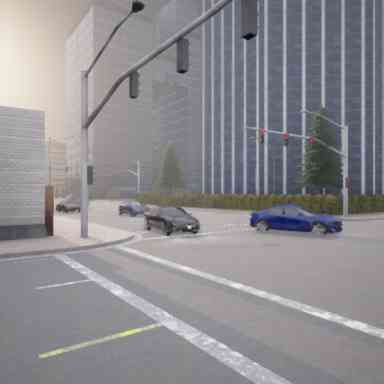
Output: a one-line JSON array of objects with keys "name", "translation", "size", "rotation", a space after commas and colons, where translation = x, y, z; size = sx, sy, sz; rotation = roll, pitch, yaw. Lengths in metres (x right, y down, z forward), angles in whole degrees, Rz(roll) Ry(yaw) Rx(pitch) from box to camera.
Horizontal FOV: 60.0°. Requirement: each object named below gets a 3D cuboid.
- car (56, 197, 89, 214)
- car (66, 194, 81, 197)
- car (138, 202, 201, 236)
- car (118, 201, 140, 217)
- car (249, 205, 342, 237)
[{"name": "car", "translation": [-13.625, 1.603, 37.023], "size": [2.033, 1.411, 5.357], "rotation": [0, 0, -35]}, {"name": "car", "translation": [-16.307, 1.373, 46.870], "size": [2.150, 2.045, 5.566], "rotation": [0, 0, -36]}, {"name": "car", "translation": [-1.258, 1.559, 18.956], "size": [1.837, 1.490, 4.892], "rotation": [0, -1, -28]}, {"name": "car", "translation": [-5.540, 1.581, 31.777], "size": [1.812, 1.442, 4.674], "rotation": [0, 0, -36]}, {"name": "car", "translation": [5.620, 1.507, 18.441], "size": [5.008, 1.535, 1.882], "rotation": [0, 0, 36]}]
